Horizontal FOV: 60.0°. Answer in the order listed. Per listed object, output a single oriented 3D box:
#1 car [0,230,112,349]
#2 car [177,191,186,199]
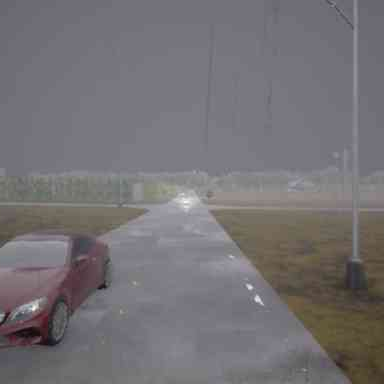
[{"bbox_3d":[-2.851,1.529,6.476,1.812,1.442,4.674,0,0,0],"label":"car"},{"bbox_3d":[-2.763,0.713,85.989,2.150,2.045,5.566,0,1,0],"label":"car"}]
